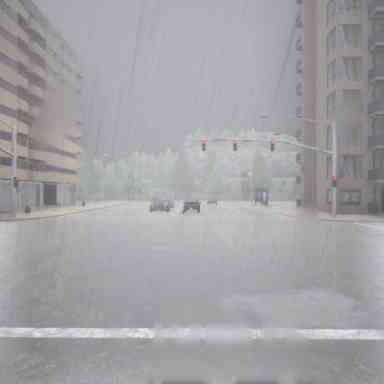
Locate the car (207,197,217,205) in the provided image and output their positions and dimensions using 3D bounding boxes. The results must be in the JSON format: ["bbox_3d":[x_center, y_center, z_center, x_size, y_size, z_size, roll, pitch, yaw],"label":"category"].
[{"bbox_3d":[3.720,1.547,60.779,2.033,1.411,5.357,0,0,4],"label":"car"}]

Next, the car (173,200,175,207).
[{"bbox_3d":[-3.606,1.505,48.061,1.837,1.490,4.892,0,0,0],"label":"car"}]

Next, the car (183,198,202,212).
[{"bbox_3d":[-0.015,1.504,38.235,1.837,1.490,4.892,0,0,1],"label":"car"}]

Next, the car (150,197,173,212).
[{"bbox_3d":[-3.614,1.352,38.279,2.097,1.767,4.553,0,0,0],"label":"car"}]
